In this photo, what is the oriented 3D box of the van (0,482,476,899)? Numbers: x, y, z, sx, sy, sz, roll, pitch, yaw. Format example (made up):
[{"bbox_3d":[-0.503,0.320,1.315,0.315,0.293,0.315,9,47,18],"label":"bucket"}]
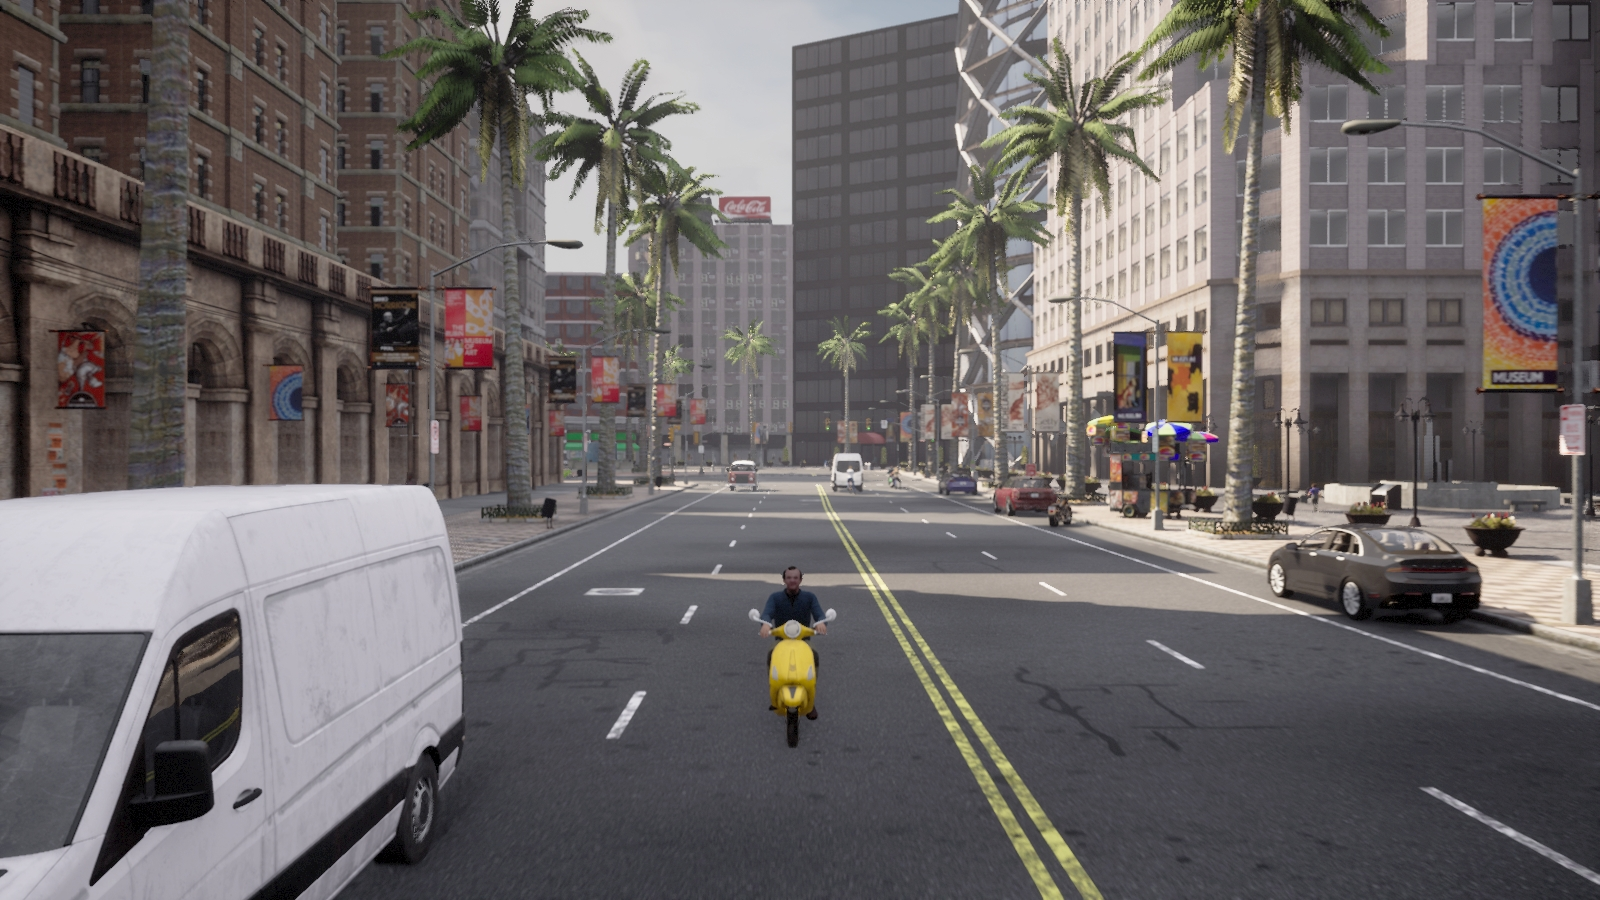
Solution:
[{"bbox_3d":[-3.536,1.533,6.083,1.988,2.561,5.915,0,0,0],"label":"van"}]

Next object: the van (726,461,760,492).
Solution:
[{"bbox_3d":[-3.824,1.766,77.201,2.069,2.038,4.480,0,0,0],"label":"van"}]

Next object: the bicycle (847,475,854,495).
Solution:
[{"bbox_3d":[3.167,2.190,72.099,0.373,1.196,1.643,0,0,0],"label":"bicycle"}]

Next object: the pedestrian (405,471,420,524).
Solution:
[{"bbox_3d":[-13.738,1.687,40.542,0.375,1.860,0.375,0,0,10],"label":"pedestrian"}]

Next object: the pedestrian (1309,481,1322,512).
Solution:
[{"bbox_3d":[21.906,1.983,48.569,0.375,1.300,0.375,0,0,3],"label":"pedestrian"}]

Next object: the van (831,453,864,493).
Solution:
[{"bbox_3d":[3.187,1.518,77.922,1.988,2.561,5.915,0,0,0],"label":"van"}]
